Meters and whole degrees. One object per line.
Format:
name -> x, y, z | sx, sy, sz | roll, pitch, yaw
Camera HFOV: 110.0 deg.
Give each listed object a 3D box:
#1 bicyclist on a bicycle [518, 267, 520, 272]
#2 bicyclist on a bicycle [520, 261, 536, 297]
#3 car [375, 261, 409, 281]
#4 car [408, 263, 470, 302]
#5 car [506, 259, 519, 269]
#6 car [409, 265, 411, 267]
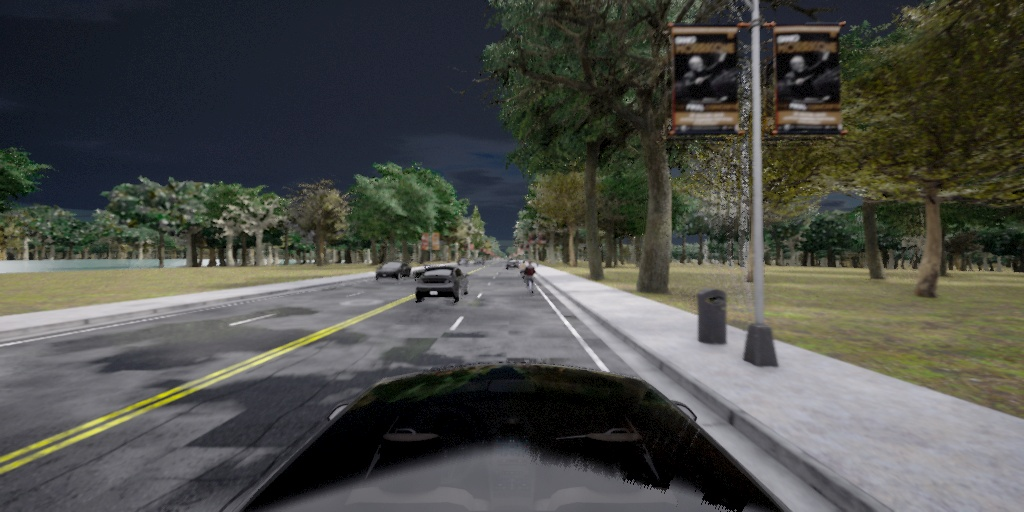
bicyclist on a bicycle -> 0.881, 1.167, 27.082 | 0.866, 1.612, 1.509 | 0, 0, 0
bicyclist on a bicycle -> 0.894, 1.109, 17.839 | 0.659, 1.776, 1.843 | 0, 0, 0
car -> -9.842, 1.205, 30.133 | 1.882, 1.535, 5.008 | 0, 0, 0
car -> -3.150, 1.245, 16.818 | 1.837, 1.490, 4.892 | 0, 0, 0
car -> 0.102, 1.229, 54.830 | 1.812, 1.442, 4.674 | 0, 0, 0
car -> -6.594, 1.329, 29.209 | 1.895, 1.301, 4.718 | 0, 0, 0
